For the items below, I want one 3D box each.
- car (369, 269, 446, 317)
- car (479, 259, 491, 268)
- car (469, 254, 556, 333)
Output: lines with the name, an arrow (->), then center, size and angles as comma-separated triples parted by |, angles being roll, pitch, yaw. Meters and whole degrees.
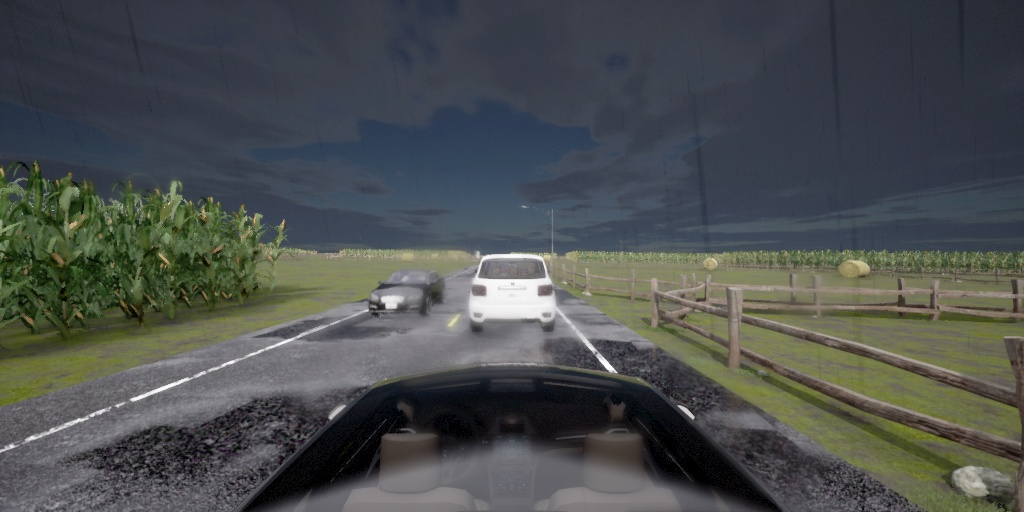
car -> -3.663, 1.239, 13.301 | 2.128, 1.511, 4.902 | 0, 0, -1
car -> -4.387, 1.239, 58.662 | 1.812, 1.442, 4.674 | 0, 0, -1
car -> 0.015, 0.971, 10.863 | 2.150, 2.045, 5.566 | 0, 0, 0
